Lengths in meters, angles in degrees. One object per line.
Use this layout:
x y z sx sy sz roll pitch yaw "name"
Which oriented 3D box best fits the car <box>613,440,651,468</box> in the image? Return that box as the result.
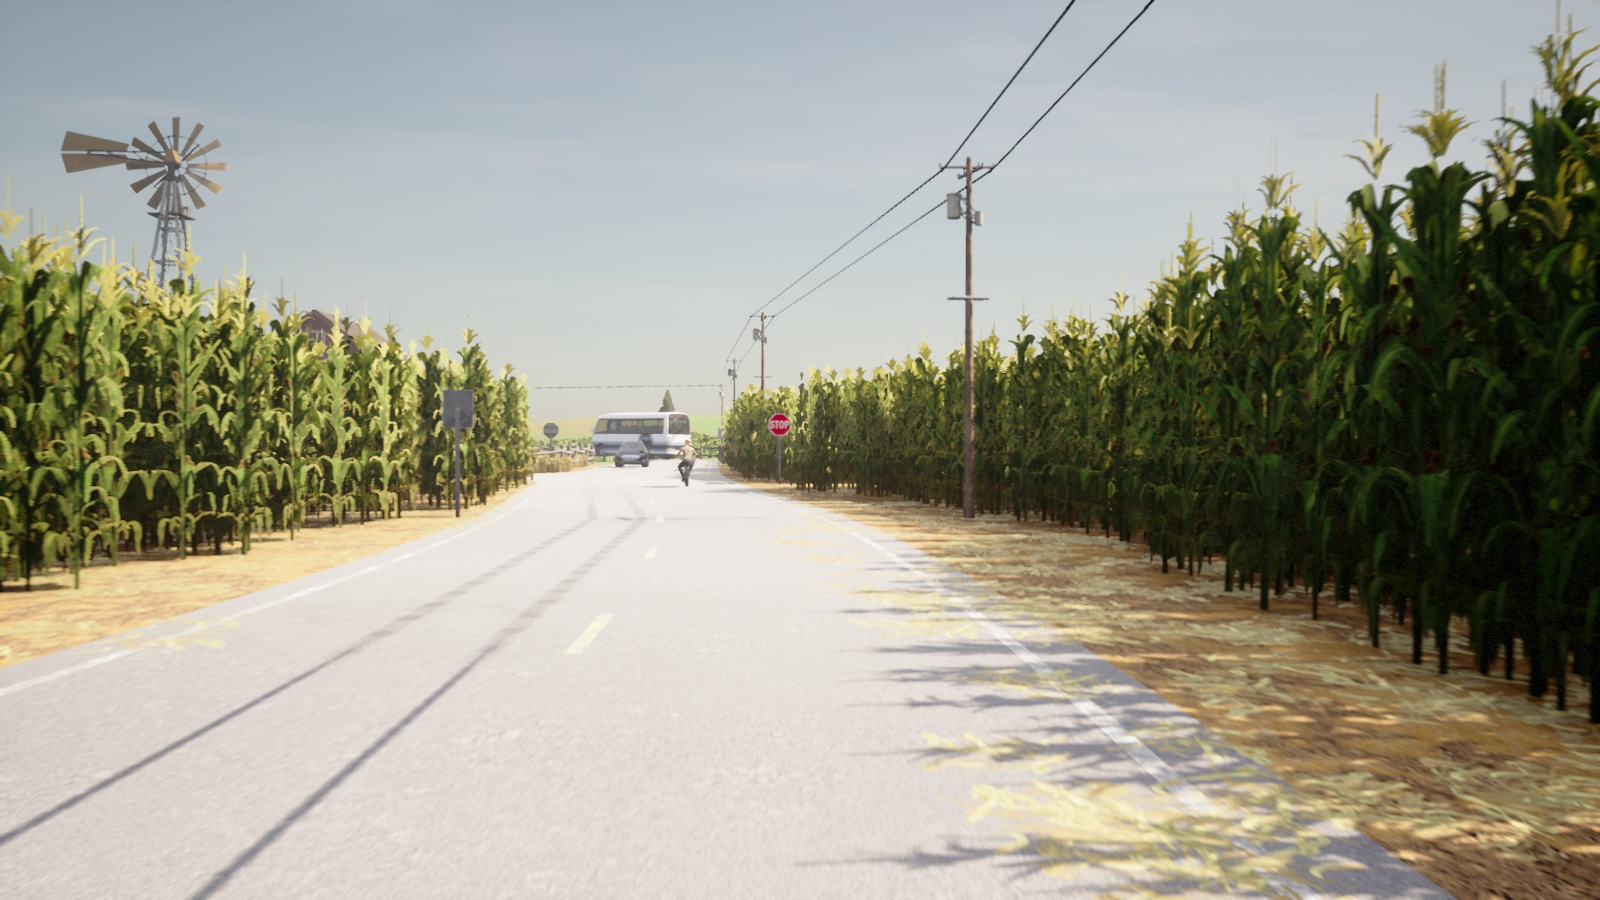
-10.368 0.231 77.615 2.033 1.649 4.856 0 0 -4 "car"
